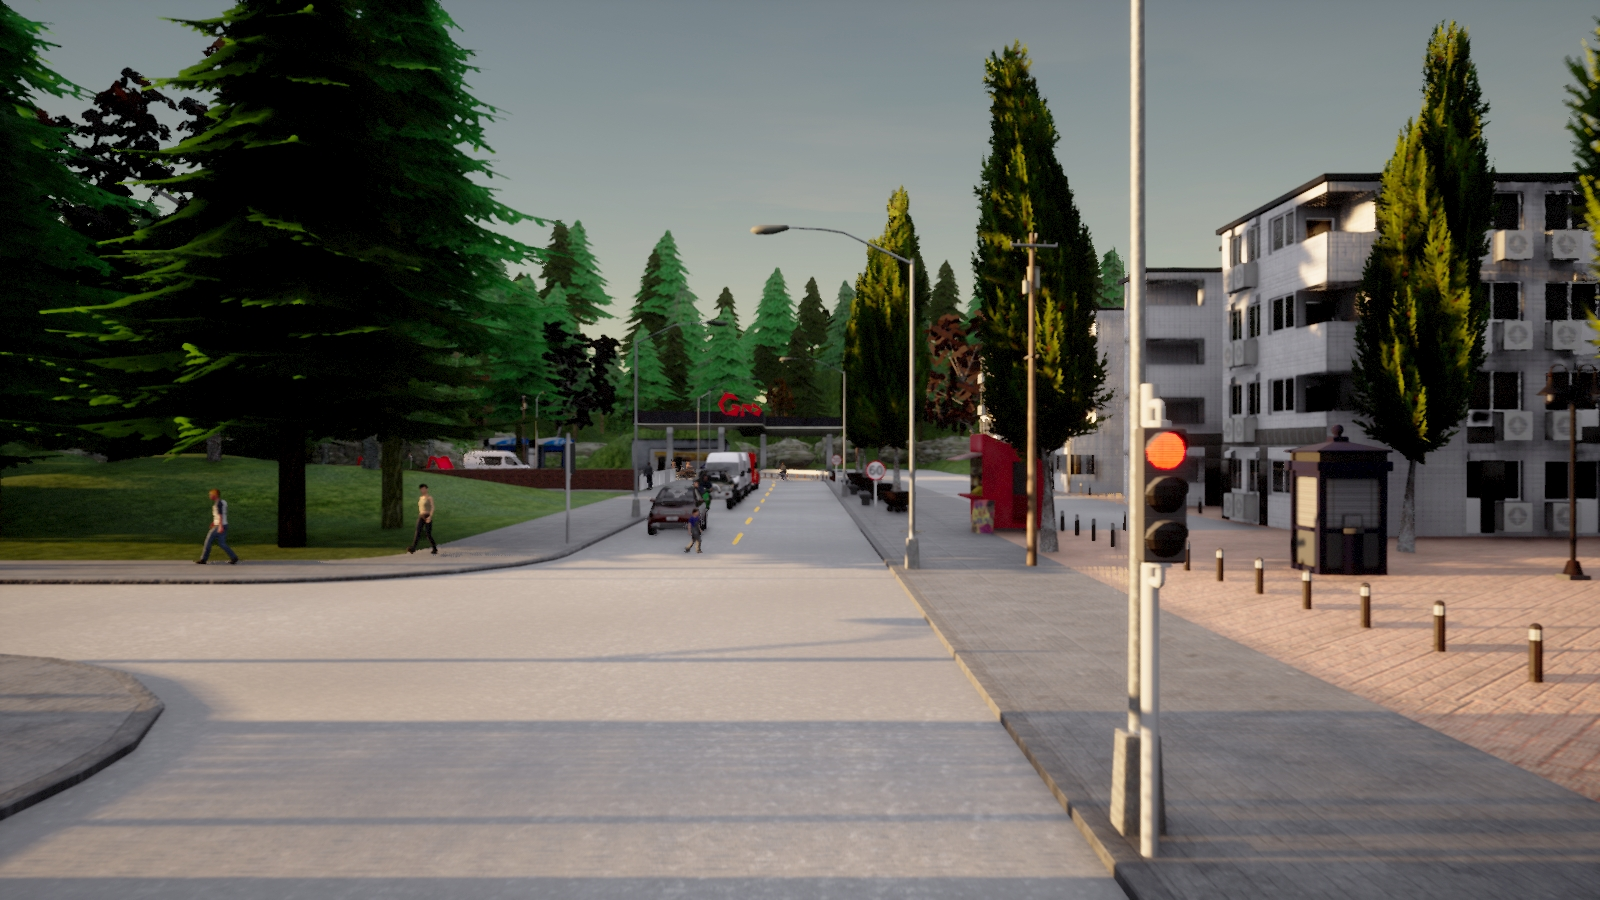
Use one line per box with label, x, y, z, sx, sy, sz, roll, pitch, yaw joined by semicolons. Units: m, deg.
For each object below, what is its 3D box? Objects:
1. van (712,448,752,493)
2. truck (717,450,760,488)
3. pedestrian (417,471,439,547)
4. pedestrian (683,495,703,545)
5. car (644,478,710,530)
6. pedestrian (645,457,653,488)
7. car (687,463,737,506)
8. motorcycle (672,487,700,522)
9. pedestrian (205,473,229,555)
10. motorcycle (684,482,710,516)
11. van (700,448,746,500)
van;-3.986;1.185;67.983;1.988;2.561;5.915;0;0;0
truck;-4.022;1.205;75.386;2.627;2.467;5.204;0;0;-1
pedestrian;-9.285;1.470;28.516;0.375;1.860;0.375;0;0;23
pedestrian;-2.835;1.850;30.234;0.375;1.300;0.375;0;0;27
car;-4.005;1.733;37.691;1.789;1.549;3.705;0;0;0
pedestrian;-9.287;1.391;70.324;0.375;1.860;0.375;0;0;15
car;-4.052;1.542;53.222;1.932;1.855;4.605;0;0;0
motorcycle;-4.023;1.915;40.386;0.803;1.145;2.033;0;0;0
pedestrian;-13.408;1.473;26.280;0.375;1.860;0.375;0;0;-5
motorcycle;-3.993;1.877;44.390;0.856;1.236;1.805;0;0;0
van;-3.998;1.200;60.288;1.988;2.561;5.915;0;0;0
